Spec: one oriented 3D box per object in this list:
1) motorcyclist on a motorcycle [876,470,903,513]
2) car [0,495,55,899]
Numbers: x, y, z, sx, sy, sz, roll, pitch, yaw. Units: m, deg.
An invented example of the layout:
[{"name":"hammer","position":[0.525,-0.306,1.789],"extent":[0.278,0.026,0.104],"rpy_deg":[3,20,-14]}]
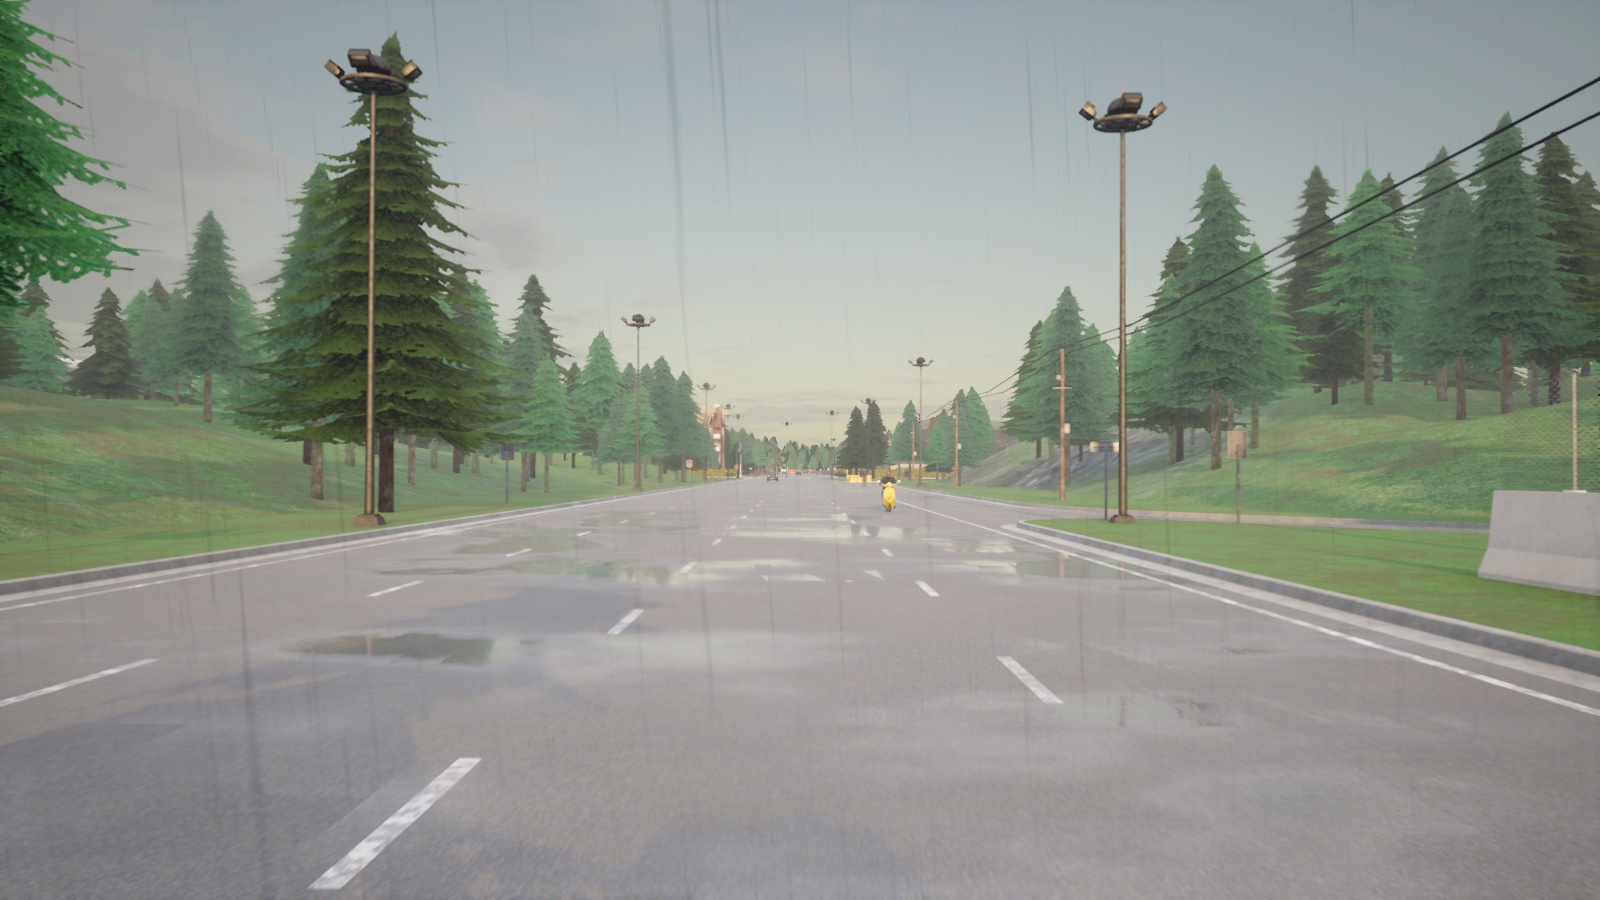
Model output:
[{"name":"motorcyclist on a motorcycle","position":[3.384,1.553,47.699],"extent":[0.866,1.590,1.817],"rpy_deg":[0,-1,0]},{"name":"car","position":[-3.505,0.866,1.917],"extent":[1.837,1.490,4.892],"rpy_deg":[0,-1,0]}]
